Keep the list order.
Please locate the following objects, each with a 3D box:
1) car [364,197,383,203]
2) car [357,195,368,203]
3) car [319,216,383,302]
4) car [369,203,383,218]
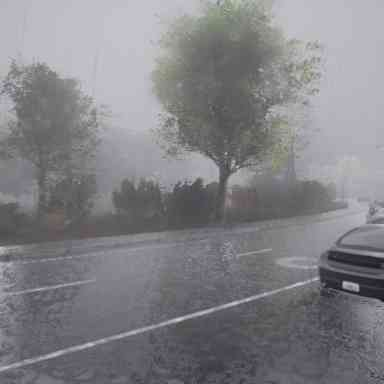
[{"bbox_3d":[19.566,1.527,34.292,2.128,1.511,4.902,0,0,35],"label":"car"},{"bbox_3d":[36.847,1.515,71.336,1.837,1.490,4.892,0,0,14],"label":"car"},{"bbox_3d":[4.839,1.518,7.787,4.892,1.490,1.837,0,0,-40],"label":"car"},{"bbox_3d":[11.464,1.551,19.007,1.812,1.442,4.674,0,0,43],"label":"car"}]
